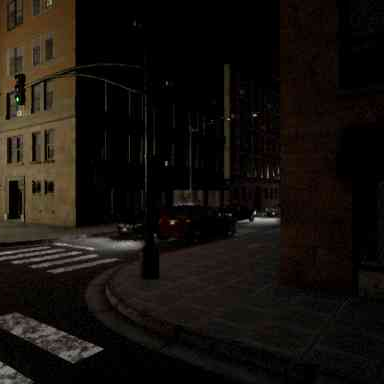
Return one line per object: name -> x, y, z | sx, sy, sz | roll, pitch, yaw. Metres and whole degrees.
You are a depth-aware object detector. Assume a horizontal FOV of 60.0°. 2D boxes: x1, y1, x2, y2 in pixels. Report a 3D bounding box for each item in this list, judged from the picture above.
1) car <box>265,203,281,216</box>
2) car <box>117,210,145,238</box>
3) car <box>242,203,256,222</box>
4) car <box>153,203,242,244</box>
car -> 9.217, 1.791, 34.120 | 1.895, 1.301, 4.718 | 0, 0, 36
car -> -2.027, 1.610, 18.392 | 1.812, 1.442, 4.674 | 0, 0, 34
car -> 3.309, 1.627, 25.861 | 2.128, 1.511, 4.902 | 0, 0, 35
car -> 0.350, 1.435, 16.639 | 2.097, 1.767, 4.553 | 0, 0, 36
